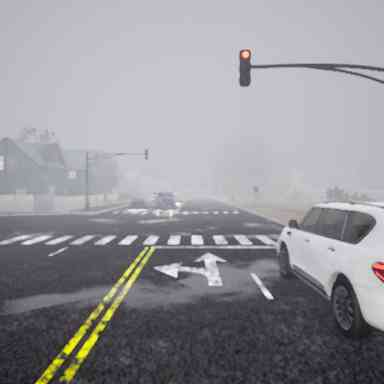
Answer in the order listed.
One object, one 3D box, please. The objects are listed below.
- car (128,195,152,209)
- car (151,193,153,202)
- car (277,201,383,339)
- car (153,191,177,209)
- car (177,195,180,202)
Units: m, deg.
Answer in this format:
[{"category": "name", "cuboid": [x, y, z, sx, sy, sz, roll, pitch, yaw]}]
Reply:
[{"category": "car", "cuboid": [-6.575, 1.335, 41.153, 1.994, 1.385, 4.181, 0, 0, 0]}, {"category": "car", "cuboid": [-6.486, 0.894, 62.611, 2.150, 2.045, 5.566, 0, 0, 0]}, {"category": "car", "cuboid": [3.352, 1.181, 6.617, 2.150, 2.045, 5.566, 0, 0, 0]}, {"category": "car", "cuboid": [-3.340, 0.986, 41.786, 2.150, 2.045, 5.566, 0, 1, -2]}, {"category": "car", "cuboid": [-3.240, 1.272, 62.640, 1.895, 1.301, 4.718, 0, 0, 0]}]
